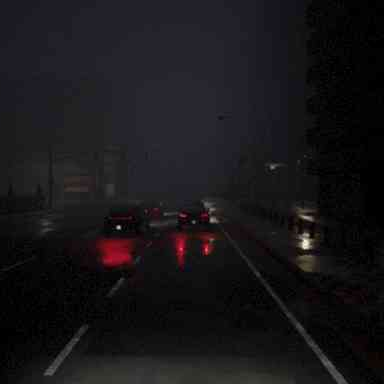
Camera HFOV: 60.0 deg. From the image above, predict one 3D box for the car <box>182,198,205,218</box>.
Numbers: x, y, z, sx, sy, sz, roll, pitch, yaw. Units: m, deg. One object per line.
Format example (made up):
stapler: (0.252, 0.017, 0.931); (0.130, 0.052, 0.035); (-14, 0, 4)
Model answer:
car: (0.097, 1.330, 28.794); (1.812, 1.442, 4.674); (0, 0, 0)

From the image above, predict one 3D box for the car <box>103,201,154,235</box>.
car: (-3.403, 1.382, 17.929); (1.837, 1.490, 4.892); (0, 0, 0)

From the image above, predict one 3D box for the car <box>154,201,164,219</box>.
car: (-3.401, 1.381, 26.841); (1.994, 1.385, 4.181); (0, 0, 0)

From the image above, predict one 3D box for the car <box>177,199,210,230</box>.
car: (0.101, 1.390, 19.945); (1.812, 1.442, 4.674); (0, 0, 0)
